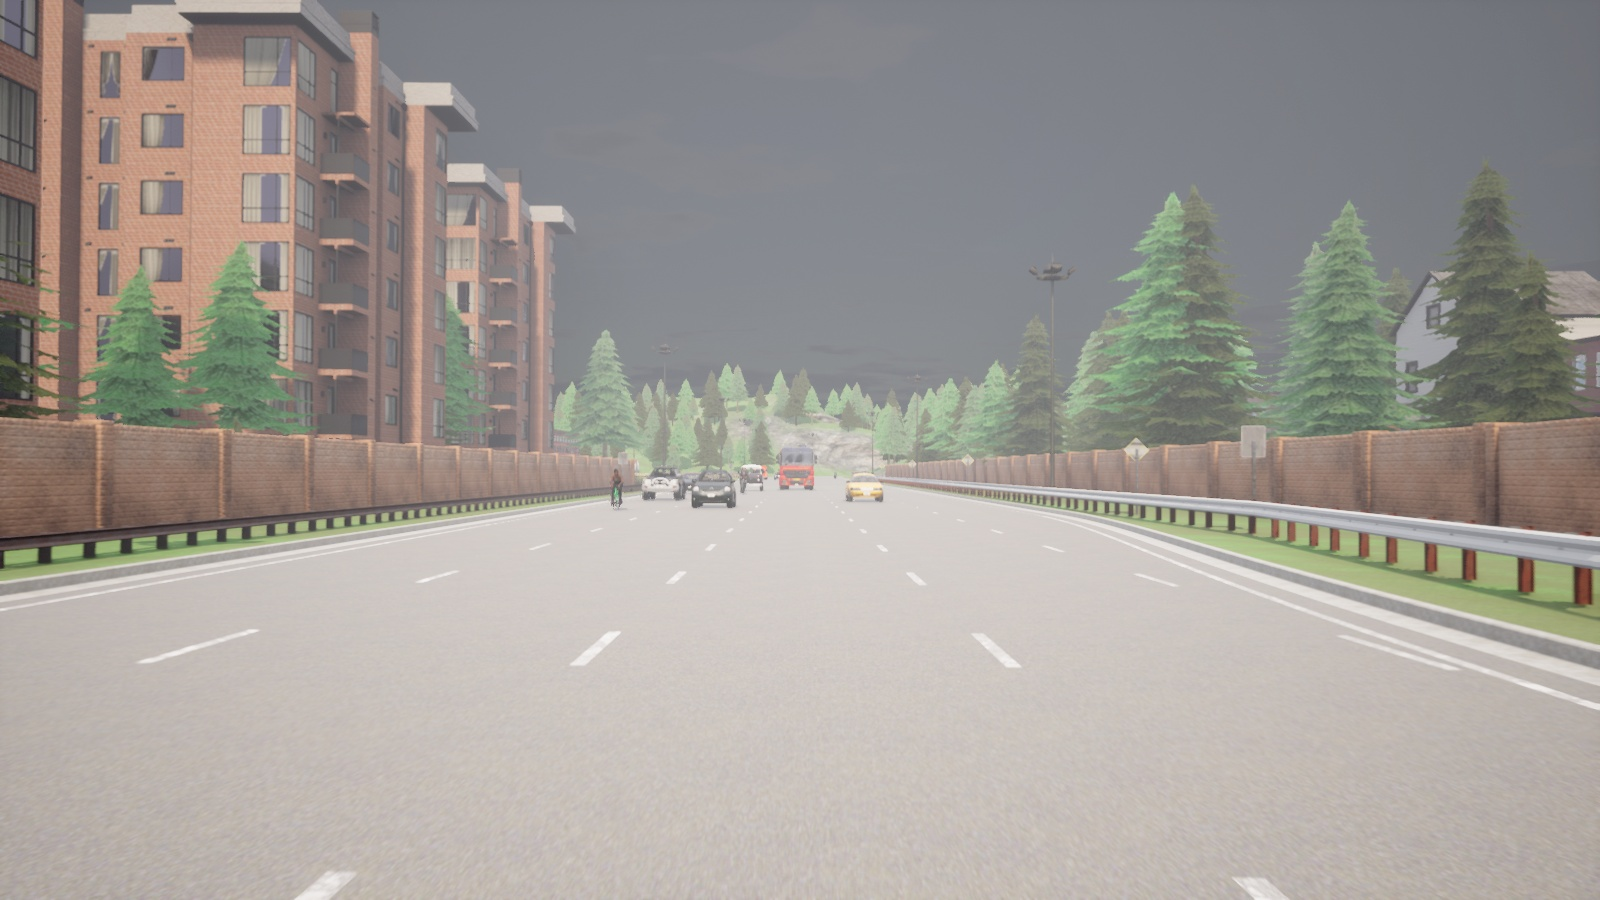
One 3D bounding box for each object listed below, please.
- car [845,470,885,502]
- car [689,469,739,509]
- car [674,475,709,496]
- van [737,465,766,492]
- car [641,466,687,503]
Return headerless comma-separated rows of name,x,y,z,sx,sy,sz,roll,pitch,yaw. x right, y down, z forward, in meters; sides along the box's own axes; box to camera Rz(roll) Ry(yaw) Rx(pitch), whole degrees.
car,3.342,1.858,65.347,1.801,1.575,5.366,0,-1,0
car,-3.629,1.639,53.295,1.851,1.617,3.988,0,-1,0
car,-7.202,2.343,83.961,1.994,1.385,4.181,0,-1,0
van,-3.736,2.222,97.480,2.069,2.038,4.480,0,-1,0
car,-7.161,1.795,66.381,1.932,1.855,4.605,0,-1,0
